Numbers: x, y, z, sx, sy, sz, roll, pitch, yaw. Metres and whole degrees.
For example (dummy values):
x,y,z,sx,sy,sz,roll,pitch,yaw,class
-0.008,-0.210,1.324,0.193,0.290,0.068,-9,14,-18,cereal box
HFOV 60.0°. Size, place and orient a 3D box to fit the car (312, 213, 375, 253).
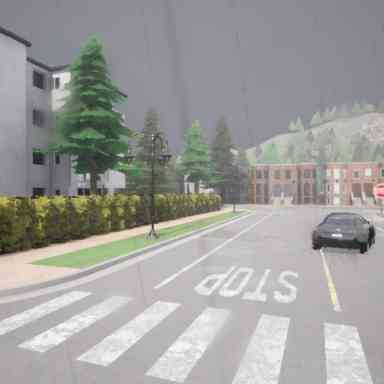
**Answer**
x,y,z,sx,sy,sz,roll,pitch,yaw,class
6.348,1.557,13.799,1.994,1.385,4.181,0,0,32,car
